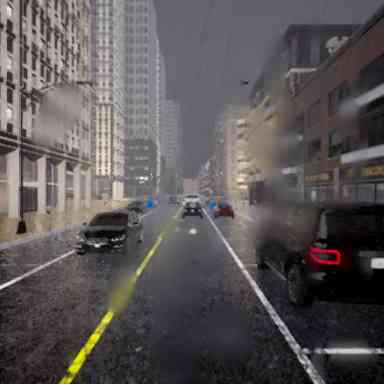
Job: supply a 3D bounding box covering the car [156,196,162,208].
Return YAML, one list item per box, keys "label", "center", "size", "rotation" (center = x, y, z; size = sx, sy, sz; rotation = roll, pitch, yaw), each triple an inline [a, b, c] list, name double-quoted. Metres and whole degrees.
- label: "car"
  center: [-5.698, 1.570, 45.920]
  size: [2.008, 1.369, 4.403]
  rotation: [0, 0, 0]

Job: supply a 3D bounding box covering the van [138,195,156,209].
- label: "van"
  center: [-5.698, 1.356, 40.272]
  size: [1.690, 1.788, 3.998]
  rotation: [0, 0, 0]

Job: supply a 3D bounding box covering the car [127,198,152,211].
- label: "car"
  center: [-5.696, 1.578, 34.623]
  size: [1.947, 1.339, 4.313]
  rotation: [0, 0, 0]

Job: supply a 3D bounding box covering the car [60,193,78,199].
- label: "car"
  center: [-32.377, 1.040, 87.645]
  size: [4.206, 1.307, 1.802]
  rotation: [1, -1, 0]

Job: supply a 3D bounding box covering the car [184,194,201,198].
- label: "car"
  center: [0.046, 1.241, 44.997]
  size: [2.150, 2.045, 5.566]
  rotation: [0, 0, 0]

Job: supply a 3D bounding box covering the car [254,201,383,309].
- label: "car"
  center: [2.998, 1.226, 7.976]
  size: [2.150, 2.045, 5.566]
  rotation: [0, 0, 0]

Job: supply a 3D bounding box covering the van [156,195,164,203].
- label: "van"
  center: [-5.699, 1.365, 51.569]
  size: [1.690, 1.788, 3.998]
  rotation: [0, 0, 0]

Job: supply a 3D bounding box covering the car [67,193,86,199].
- label: "car"
  center: [-26.721, 1.153, 79.279]
  size: [4.206, 1.307, 1.802]
  rotation: [1, -1, 0]

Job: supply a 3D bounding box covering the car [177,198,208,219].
- label: "car"
  center: [0.060, 1.557, 29.446]
  size: [2.033, 1.411, 5.357]
  rotation: [0, 0, 0]

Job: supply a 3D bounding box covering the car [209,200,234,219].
- label: "car"
  center: [2.685, 1.591, 28.976]
  size: [1.802, 1.307, 4.206]
  rotation: [0, 0, 0]

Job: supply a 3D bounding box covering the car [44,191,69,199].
- label: "car"
  center: [-32.290, 0.779, 79.271]
  size: [5.009, 1.841, 2.192]
  rotation: [1, -1, 0]

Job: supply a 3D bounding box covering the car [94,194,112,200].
- label: "car"
  center: [-21.145, 1.118, 79.295]
  size: [4.097, 1.590, 1.967]
  rotation: [1, -1, 0]

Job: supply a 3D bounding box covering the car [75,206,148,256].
- label: "car"
  center: [-3.102, 1.508, 13.293]
  size: [1.837, 1.490, 4.892]
  rotation: [0, 0, 0]

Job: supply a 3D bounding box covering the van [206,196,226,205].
- label: "van"
  center: [2.684, 1.353, 34.625]
  size: [1.690, 1.788, 3.998]
  rotation: [0, 0, 0]

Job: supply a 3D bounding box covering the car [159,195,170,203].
- label: "car"
  center: [-5.703, 1.479, 68.515]
  size: [1.967, 1.590, 4.097]
  rotation: [0, 0, 0]

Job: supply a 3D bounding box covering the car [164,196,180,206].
- label: "car"
  center: [-3.074, 1.379, 54.816]
  size: [2.097, 1.767, 4.553]
  rotation: [0, 0, 0]
